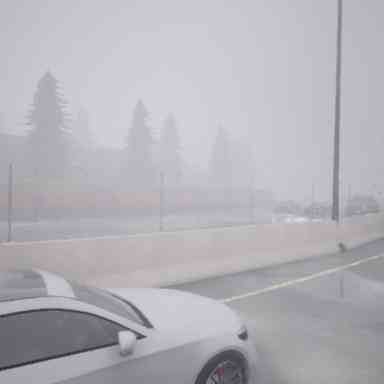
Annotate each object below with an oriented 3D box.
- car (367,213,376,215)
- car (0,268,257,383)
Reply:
[{"bbox_3d":[15.567,1.316,30.206,2.150,2.045,5.566,2,1,35],"label":"car"},{"bbox_3d":[-1.479,1.466,2.969,4.674,1.442,1.812,1,1,-36],"label":"car"}]
